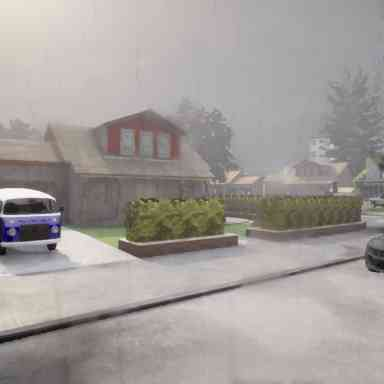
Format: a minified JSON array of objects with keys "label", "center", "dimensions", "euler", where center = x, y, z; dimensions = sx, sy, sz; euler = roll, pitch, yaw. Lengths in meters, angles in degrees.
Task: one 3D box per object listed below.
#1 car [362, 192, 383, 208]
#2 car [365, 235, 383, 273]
[{"label":"car","center":[22.966,0.985,40.708],"dimensions":[3.866,1.878,1.905],"euler":[0,0,-1]},{"label":"car","center":[6.918,1.477,9.519],"dimensions":[5.008,1.535,1.882],"euler":[0,0,-35]}]
